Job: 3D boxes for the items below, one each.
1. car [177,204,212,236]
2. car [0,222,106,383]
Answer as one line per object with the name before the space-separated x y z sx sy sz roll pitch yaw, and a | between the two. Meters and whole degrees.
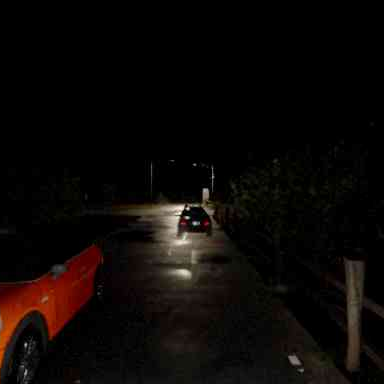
car | 0.107 1.616 18.849 2.033 1.411 5.357 0 0 -1
car | -2.847 1.371 5.106 2.097 1.767 4.553 0 0 0
